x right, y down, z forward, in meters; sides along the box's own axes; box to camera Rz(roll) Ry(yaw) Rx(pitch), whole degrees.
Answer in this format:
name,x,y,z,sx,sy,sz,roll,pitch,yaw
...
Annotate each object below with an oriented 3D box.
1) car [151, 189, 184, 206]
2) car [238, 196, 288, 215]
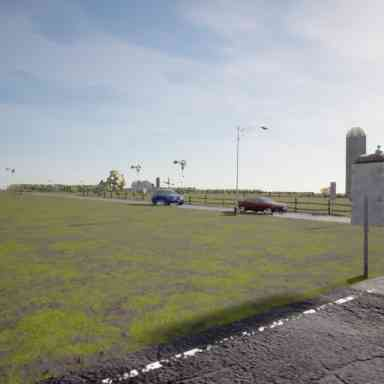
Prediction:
name,x,y,z,sx,sy,sz,roll,pitch,yaw
car,-3.246,0.690,43.506,2.150,2.045,5.566,1,1,-36
car,6.362,1.180,30.286,1.882,1.535,5.008,1,0,-36
